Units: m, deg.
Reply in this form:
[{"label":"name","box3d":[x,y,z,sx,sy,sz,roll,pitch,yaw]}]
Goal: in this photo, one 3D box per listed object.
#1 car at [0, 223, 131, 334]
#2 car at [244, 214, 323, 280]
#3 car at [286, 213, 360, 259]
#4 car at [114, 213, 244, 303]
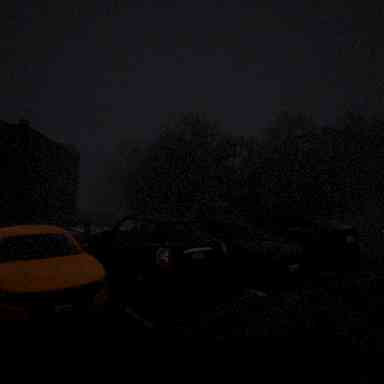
[{"label":"car","box3d":[-3.385,1.481,7.039,2.097,1.535,5.008,0,0,-36]},{"label":"car","box3d":[1.166,1.490,10.243,2.163,1.488,4.792,0,0,-36]},{"label":"car","box3d":[3.398,1.475,11.907,2.163,1.488,4.792,0,0,-36]},{"label":"car","box3d":[-1.102,1.349,8.623,2.185,1.767,4.553,0,0,-36]}]
